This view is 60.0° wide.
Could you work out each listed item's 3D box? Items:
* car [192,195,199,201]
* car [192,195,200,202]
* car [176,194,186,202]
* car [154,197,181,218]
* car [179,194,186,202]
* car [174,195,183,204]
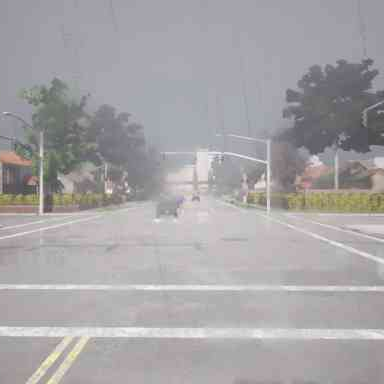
[{"bbox_3d":[1.032,1.514,89.479,1.812,1.442,4.674,0,0,0],"label":"car"},{"bbox_3d":[0.964,1.500,79.081,1.837,1.490,4.892,0,0,0],"label":"car"},{"bbox_3d":[-2.553,1.355,76.560,2.097,1.767,4.553,0,0,0],"label":"car"},{"bbox_3d":[-2.343,1.507,30.084,1.837,1.490,4.892,0,-1,-6],"label":"car"},{"bbox_3d":[-2.707,1.478,62.455,1.882,1.535,5.008,0,0,1],"label":"car"},{"bbox_3d":[-2.834,1.548,48.777,2.033,1.411,5.357,0,0,0],"label":"car"}]
